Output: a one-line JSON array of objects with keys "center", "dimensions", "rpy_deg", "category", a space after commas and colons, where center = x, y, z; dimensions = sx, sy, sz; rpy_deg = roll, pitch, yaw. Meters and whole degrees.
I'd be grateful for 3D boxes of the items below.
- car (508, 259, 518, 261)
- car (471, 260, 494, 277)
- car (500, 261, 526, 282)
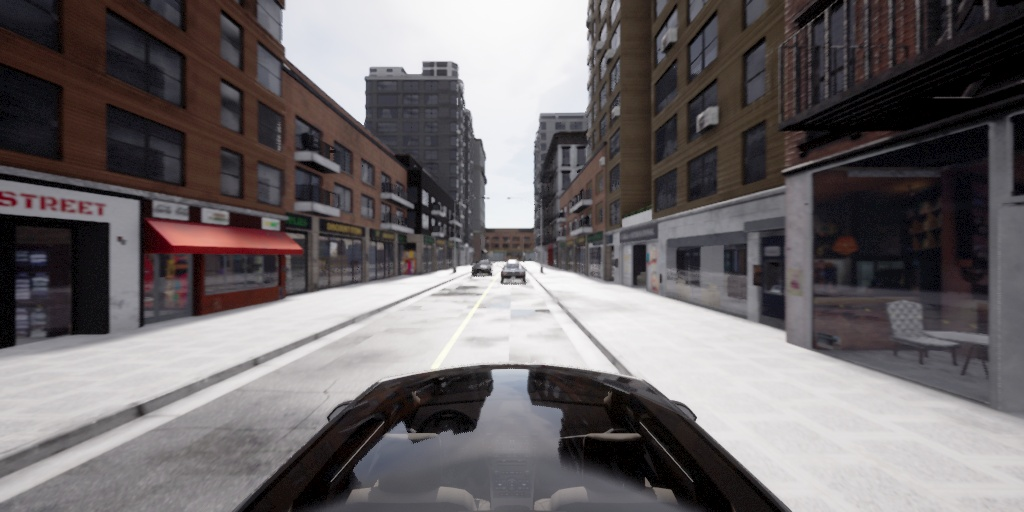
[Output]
[{"center": [0.095, 1.154, 47.096], "dimensions": [2.033, 1.411, 5.357], "rpy_deg": [0, 0, 0], "category": "car"}, {"center": [-2.812, 1.143, 34.484], "dimensions": [1.837, 1.490, 4.892], "rpy_deg": [0, 0, 0], "category": "car"}, {"center": [0.097, 1.255, 27.764], "dimensions": [1.895, 1.301, 4.718], "rpy_deg": [0, 0, 0], "category": "car"}]
